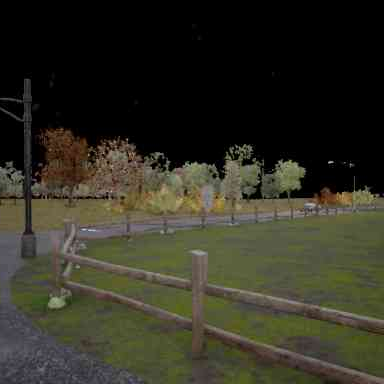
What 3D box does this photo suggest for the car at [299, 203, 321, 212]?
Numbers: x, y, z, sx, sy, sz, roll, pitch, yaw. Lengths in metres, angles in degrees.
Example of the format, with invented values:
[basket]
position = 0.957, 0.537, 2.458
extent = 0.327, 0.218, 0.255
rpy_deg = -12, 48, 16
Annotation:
[car]
position = 18.924, 2.449, 52.945
extent = 2.033, 1.411, 5.357
rpy_deg = -1, -2, 40
